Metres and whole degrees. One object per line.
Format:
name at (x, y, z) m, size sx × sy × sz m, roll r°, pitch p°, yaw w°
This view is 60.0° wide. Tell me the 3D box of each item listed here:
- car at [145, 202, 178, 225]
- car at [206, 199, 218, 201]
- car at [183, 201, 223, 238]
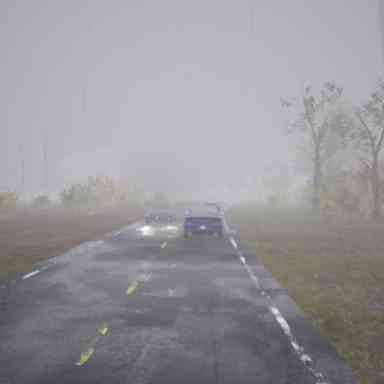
car at (-2.165, 1.489, 24.341) m, size 1.837 × 1.490 × 4.892 m, roll 0°, pitch 0°, yaw 4°
car at (2.322, 1.503, 38.551) m, size 1.812 × 1.442 × 4.674 m, roll 0°, pitch 0°, yaw 6°
car at (0.621, 1.468, 17.610) m, size 1.882 × 1.535 × 5.008 m, roll 0°, pitch 0°, yaw 3°
